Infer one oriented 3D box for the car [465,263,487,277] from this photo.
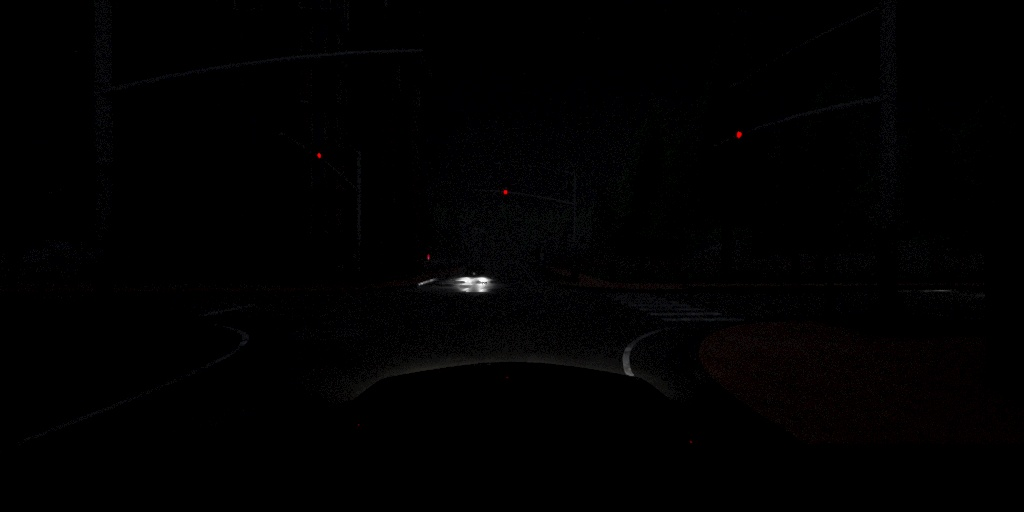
[{"bbox_3d":[-3.499,1.313,35.269,1.895,1.301,4.718,0,0,0],"label":"car"}]
